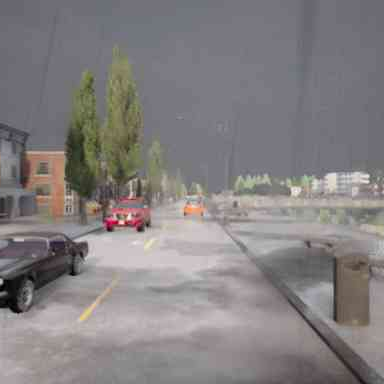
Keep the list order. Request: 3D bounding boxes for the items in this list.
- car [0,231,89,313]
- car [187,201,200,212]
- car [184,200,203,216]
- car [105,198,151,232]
[{"bbox_3d":[-4.077,1.679,7.956,1.895,1.301,4.718,0,-1,0],"label":"car"},{"bbox_3d":[0.189,1.982,47.227,1.812,1.442,4.674,0,-1,1],"label":"car"},{"bbox_3d":[0.179,1.713,37.334,2.097,1.767,4.553,0,-1,0],"label":"car"},{"bbox_3d":[-4.034,1.434,21.899,2.150,2.045,5.566,0,-1,0],"label":"car"}]
